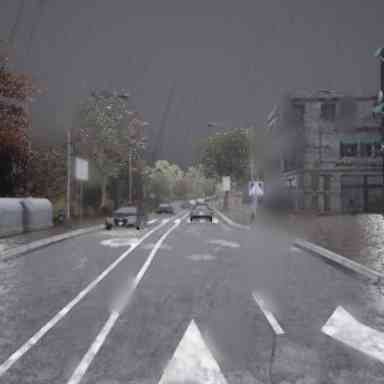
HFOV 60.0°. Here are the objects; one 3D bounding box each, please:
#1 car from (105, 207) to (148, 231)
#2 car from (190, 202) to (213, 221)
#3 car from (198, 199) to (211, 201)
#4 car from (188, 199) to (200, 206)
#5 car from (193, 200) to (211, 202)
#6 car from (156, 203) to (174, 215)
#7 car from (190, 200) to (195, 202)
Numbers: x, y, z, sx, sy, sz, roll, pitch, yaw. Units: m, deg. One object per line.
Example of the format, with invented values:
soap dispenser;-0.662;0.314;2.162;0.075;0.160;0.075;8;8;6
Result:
car;-3.958;1.605;20.752;1.994;1.385;4.181;0;-1;2
car;0.846;1.812;29.617;1.994;1.385;4.181;0;-1;2
car;2.671;2.994;77.139;2.033;1.411;5.357;0;-1;5
car;0.580;2.936;90.285;2.097;1.535;5.008;1;2;11
car;1.444;2.268;48.229;2.033;1.411;5.357;0;-1;2
car;-3.225;2.077;40.719;2.033;1.411;5.357;0;-1;2
car;-0.124;3.116;84.184;2.002;1.452;4.674;-2;1;6
